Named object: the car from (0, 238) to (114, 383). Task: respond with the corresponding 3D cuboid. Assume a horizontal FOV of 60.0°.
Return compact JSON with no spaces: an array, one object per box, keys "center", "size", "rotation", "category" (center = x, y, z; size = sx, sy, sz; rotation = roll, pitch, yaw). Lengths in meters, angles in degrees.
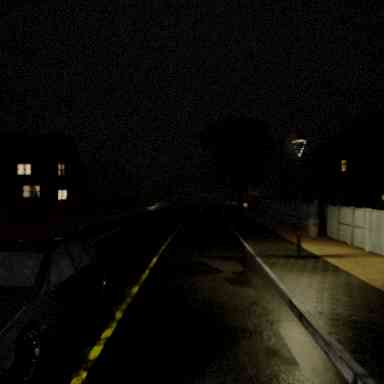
[{"center":[-2.766,1.542,5.549],"size":[2.033,1.411,5.357],"rotation":[0,0,1],"category":"car"}]
